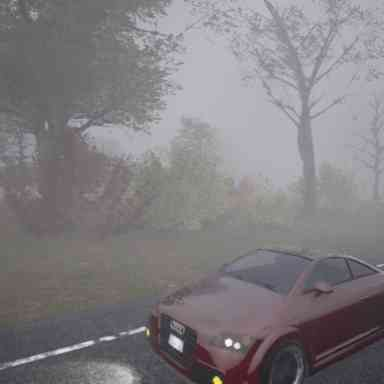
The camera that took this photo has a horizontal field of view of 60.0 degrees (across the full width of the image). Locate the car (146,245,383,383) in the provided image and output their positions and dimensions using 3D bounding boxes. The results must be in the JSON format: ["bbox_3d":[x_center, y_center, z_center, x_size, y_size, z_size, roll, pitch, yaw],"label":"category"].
[{"bbox_3d":[1.438,1.562,5.019,4.181,1.385,1.994,0,0,-36],"label":"car"}]
